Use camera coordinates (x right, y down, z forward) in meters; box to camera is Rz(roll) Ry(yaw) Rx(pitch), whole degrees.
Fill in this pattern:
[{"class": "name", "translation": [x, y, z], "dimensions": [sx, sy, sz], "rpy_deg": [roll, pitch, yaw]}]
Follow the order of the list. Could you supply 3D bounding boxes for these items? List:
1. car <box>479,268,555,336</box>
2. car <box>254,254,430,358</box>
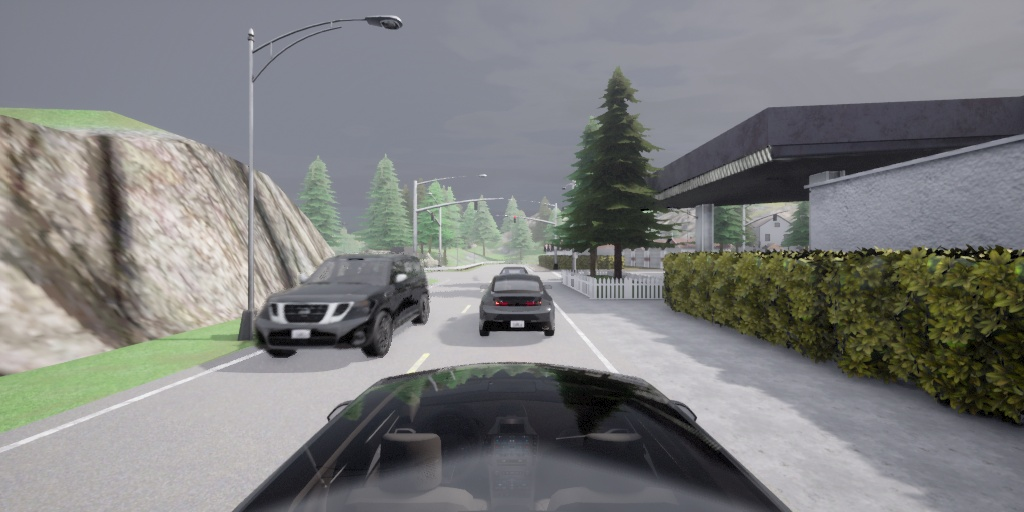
[{"class": "car", "translation": [0.123, 1.255, 10.334], "dimensions": [1.837, 1.490, 4.892], "rpy_deg": [0, 0, 0]}, {"class": "car", "translation": [-3.577, 0.972, 8.861], "dimensions": [2.150, 2.045, 5.566], "rpy_deg": [0, 0, 0]}]
